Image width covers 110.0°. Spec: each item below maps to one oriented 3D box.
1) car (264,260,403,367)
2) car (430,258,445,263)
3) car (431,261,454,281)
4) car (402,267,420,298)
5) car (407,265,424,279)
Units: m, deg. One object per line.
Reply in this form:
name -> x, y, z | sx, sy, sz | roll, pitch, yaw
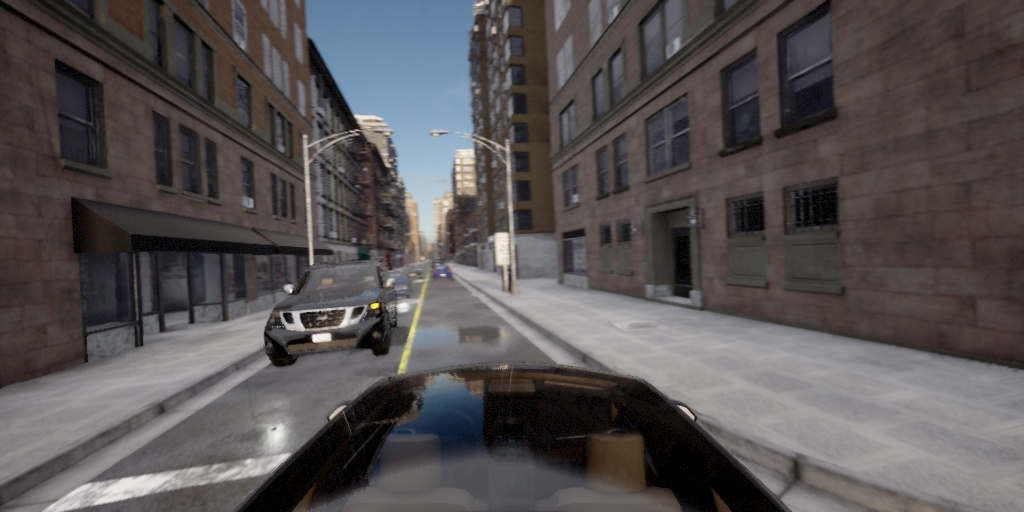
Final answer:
car -> -4.166, 1.165, 9.180 | 2.150, 2.045, 5.566 | -3, 0, -15
car -> -10.765, 1.396, 52.776 | 2.150, 2.045, 5.566 | -3, 0, -12
car -> -6.599, 1.538, 34.024 | 1.812, 1.442, 4.674 | -3, 0, -12
car -> -6.611, 1.591, 20.453 | 2.033, 1.411, 5.357 | -3, 0, -13
car -> -10.443, 1.702, 38.002 | 1.837, 1.490, 4.892 | -3, 0, -12
